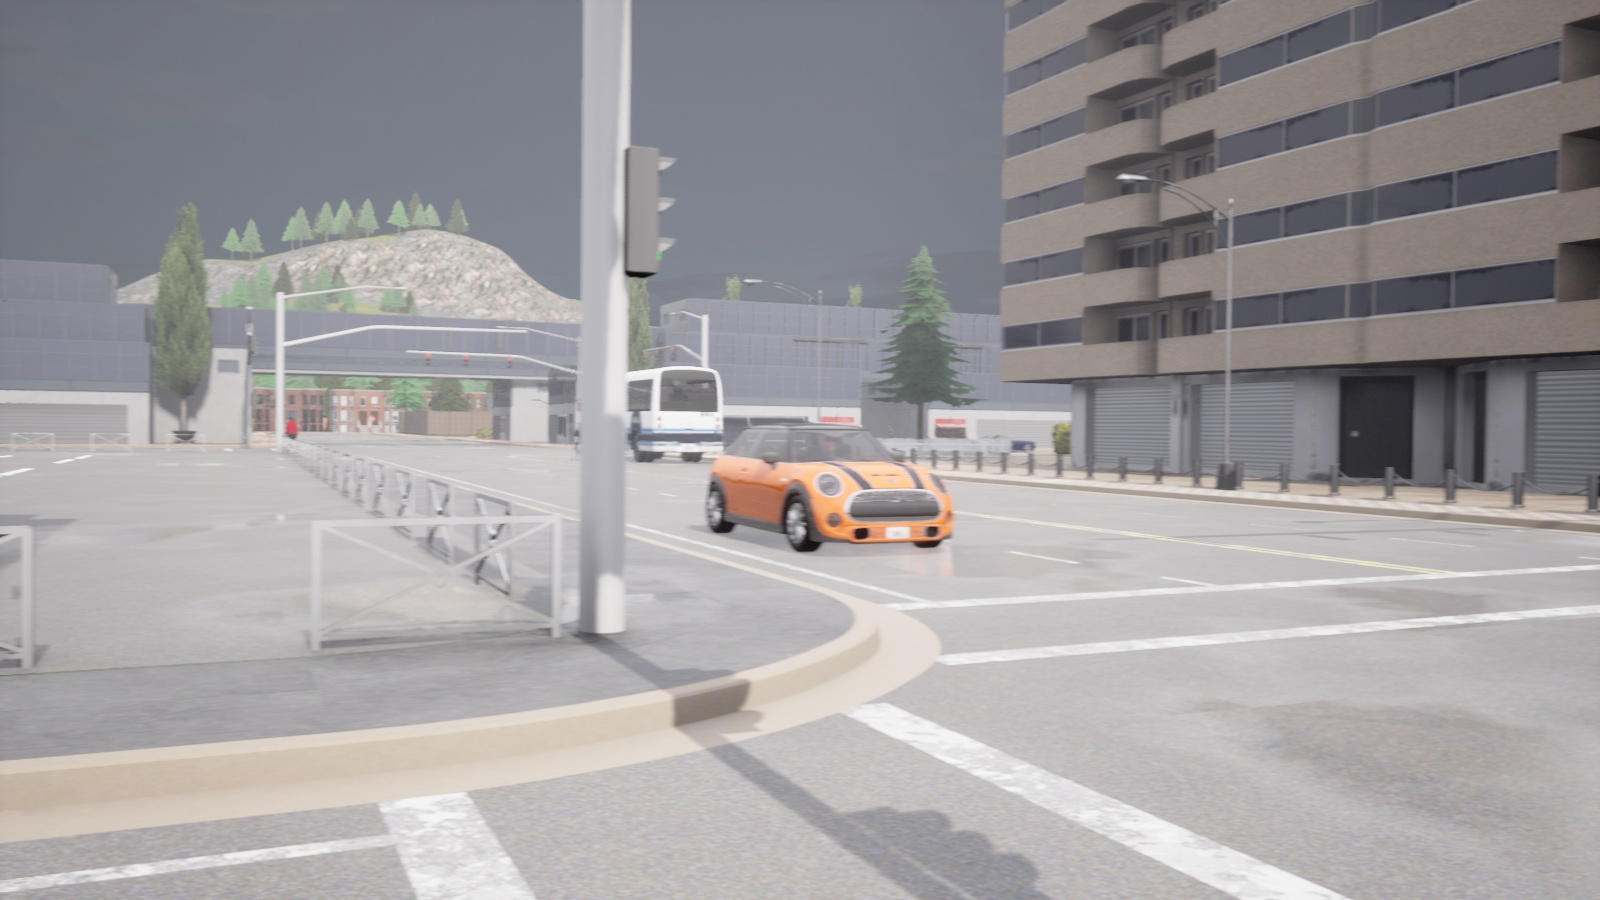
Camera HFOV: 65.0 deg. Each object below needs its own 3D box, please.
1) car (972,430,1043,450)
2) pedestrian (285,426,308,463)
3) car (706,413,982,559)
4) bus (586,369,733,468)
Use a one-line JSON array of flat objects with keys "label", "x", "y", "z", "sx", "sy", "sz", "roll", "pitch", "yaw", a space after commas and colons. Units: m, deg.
[{"label": "car", "x": 14.702, "y": -0.709, "z": 89.046, "sx": 4.718, "sy": 1.301, "sz": 1.895, "roll": -1, "pitch": 1, "yaw": -24}, {"label": "pedestrian", "x": -25.015, "y": -0.288, "z": 62.386, "sx": 0.899, "sy": 1.844, "sz": 0.634, "roll": 0, "pitch": 1, "yaw": 33}, {"label": "car", "x": 0.448, "y": 0.405, "z": 17.835, "sx": 2.097, "sy": 1.767, "sz": 4.553, "roll": -1, "pitch": 1, "yaw": -24}, {"label": "bus", "x": -6.885, "y": -1.462, "z": 59.519, "sx": 3.944, "sy": 4.253, "sz": 10.273, "roll": -1, "pitch": 1, "yaw": -24}]
